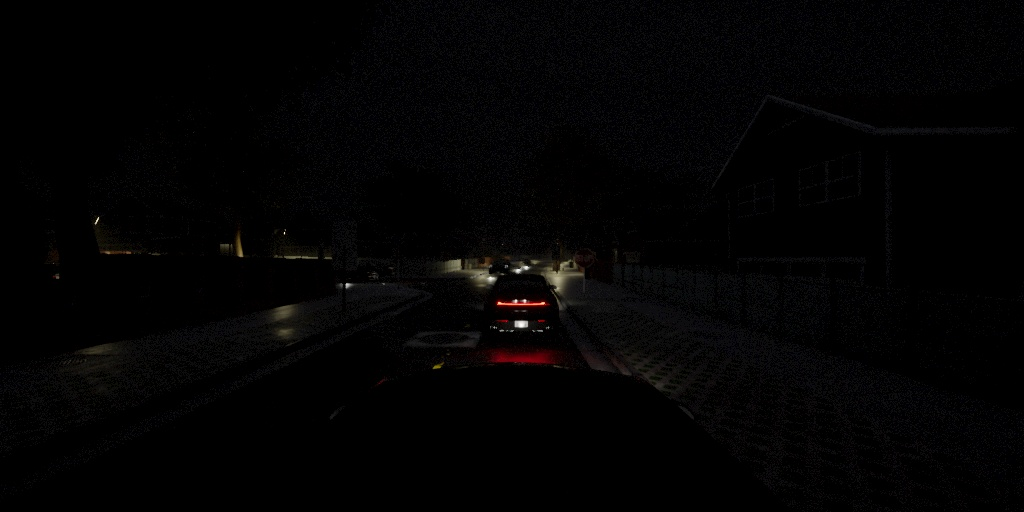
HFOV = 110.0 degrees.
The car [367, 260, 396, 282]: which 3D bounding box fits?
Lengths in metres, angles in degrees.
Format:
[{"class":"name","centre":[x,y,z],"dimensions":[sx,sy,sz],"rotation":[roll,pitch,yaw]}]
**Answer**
[{"class":"car","centre":[-11.035,1.043,26.154],"dimensions":[4.902,1.511,2.128],"rotation":[1,0,2]}]

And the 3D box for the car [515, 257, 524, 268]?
[{"class":"car","centre":[0.258,1.128,51.253],"dimensions":[1.812,1.442,4.674],"rotation":[0,0,7]}]

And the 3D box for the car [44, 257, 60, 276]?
[{"class":"car","centre":[-31.836,0.739,24.471],"dimensions":[4.718,1.301,1.895],"rotation":[1,0,3]}]

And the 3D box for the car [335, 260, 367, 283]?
[{"class":"car","centre":[-12.505,0.992,23.385],"dimensions":[5.008,1.535,1.882],"rotation":[1,0,3]}]

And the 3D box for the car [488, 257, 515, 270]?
[{"class":"car","centre":[-1.172,1.051,37.701],"dimensions":[2.097,1.767,4.553],"rotation":[0,0,5]}]

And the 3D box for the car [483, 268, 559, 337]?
[{"class":"car","centre":[0.257,1.255,10.339],"dimensions":[1.837,1.490,4.892],"rotation":[0,0,1]}]
